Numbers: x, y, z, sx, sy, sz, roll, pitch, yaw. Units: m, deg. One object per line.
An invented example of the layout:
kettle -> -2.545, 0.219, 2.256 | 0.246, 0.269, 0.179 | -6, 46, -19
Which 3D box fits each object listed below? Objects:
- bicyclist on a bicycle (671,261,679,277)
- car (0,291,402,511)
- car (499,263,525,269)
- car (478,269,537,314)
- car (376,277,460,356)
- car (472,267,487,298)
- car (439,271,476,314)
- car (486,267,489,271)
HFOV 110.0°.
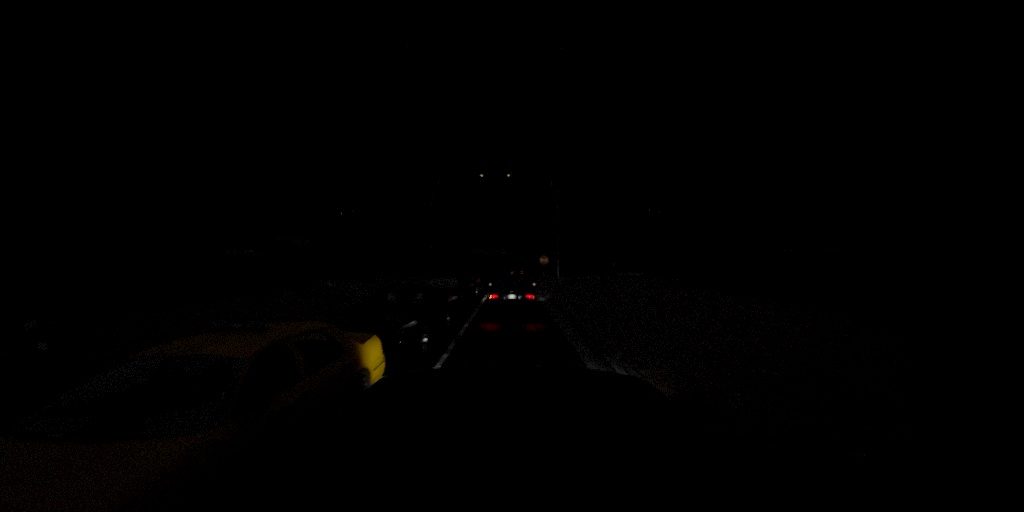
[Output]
bicyclist on a bicycle -> 17.353, 1.387, 38.314 | 0.582, 1.620, 1.656 | 0, -1, 0
car -> -2.637, 1.292, 3.189 | 1.751, 1.417, 4.829 | 0, 0, 0
car -> -0.003, 1.385, 30.174 | 2.097, 1.767, 4.553 | 0, -1, 0
car -> 0.005, 1.424, 14.382 | 2.033, 1.411, 5.357 | 0, -1, 0
car -> -2.638, 1.387, 8.811 | 1.948, 1.339, 4.313 | 0, 0, 0
car -> -2.640, 1.495, 19.715 | 1.948, 1.339, 4.313 | 0, 0, 0
car -> -2.639, 1.457, 14.263 | 1.802, 1.307, 4.207 | 0, 0, 0
car -> -2.642, 1.603, 30.618 | 1.948, 1.339, 4.313 | 0, 0, 0
